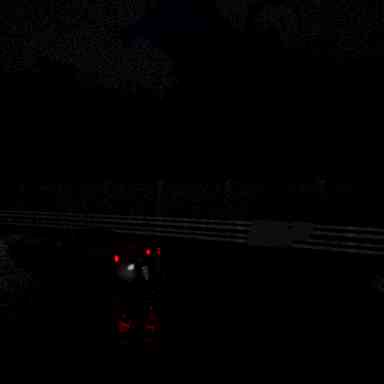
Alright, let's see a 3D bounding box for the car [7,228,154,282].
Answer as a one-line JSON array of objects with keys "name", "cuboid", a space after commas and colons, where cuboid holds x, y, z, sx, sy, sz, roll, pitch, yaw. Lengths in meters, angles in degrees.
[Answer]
[{"name": "car", "cuboid": [-3.578, 1.777, 10.308, 4.718, 1.301, 1.895, 0, -1, 31]}]
